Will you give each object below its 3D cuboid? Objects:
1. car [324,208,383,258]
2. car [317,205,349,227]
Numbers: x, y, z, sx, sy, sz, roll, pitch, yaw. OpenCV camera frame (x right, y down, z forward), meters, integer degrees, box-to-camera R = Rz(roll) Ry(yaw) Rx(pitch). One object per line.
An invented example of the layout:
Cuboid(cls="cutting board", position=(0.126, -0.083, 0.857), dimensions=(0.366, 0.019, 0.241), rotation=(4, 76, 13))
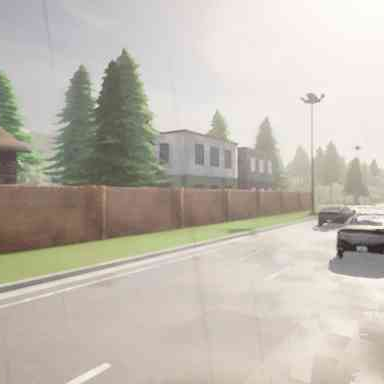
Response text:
Cuboid(cls="car", position=(6.728, 1.574, 12.408), dimensions=(2.128, 1.511, 4.902), rotation=(0, 0, 35))
Cuboid(cls="car", position=(10.332, 1.661, 23.651), dimensions=(1.837, 1.490, 4.892), rotation=(0, 0, 35))
